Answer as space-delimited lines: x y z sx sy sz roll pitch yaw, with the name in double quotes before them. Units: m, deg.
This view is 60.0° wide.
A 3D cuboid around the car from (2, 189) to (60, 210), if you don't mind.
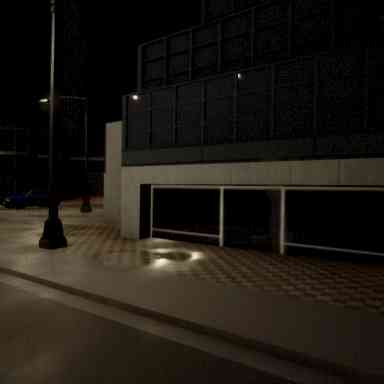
"car" -16.392 0.727 34.229 2.150 2.045 5.566 1 1 36
